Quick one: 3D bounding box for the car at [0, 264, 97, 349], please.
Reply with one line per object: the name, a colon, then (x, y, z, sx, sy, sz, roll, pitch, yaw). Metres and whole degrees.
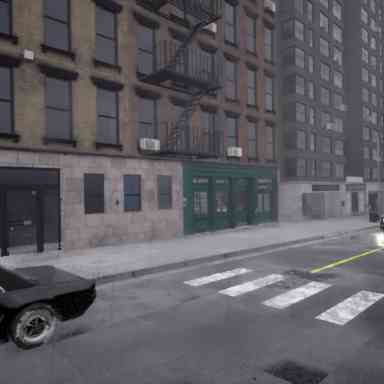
car: (-3.875, 1.652, 4.565, 4.718, 1.301, 1.895, 1, -1, -44)

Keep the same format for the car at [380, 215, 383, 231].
car: (14.284, 1.779, 22.409, 5.008, 1.535, 1.882, 1, -1, -44)
